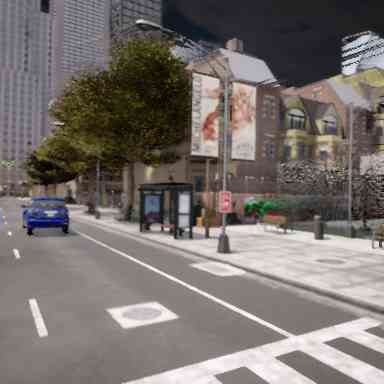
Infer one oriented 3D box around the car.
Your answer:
[{"bbox_3d":[-8.879,1.334,20.026,2.150,2.045,5.566,1,-1,-30],"label":"car"}]
